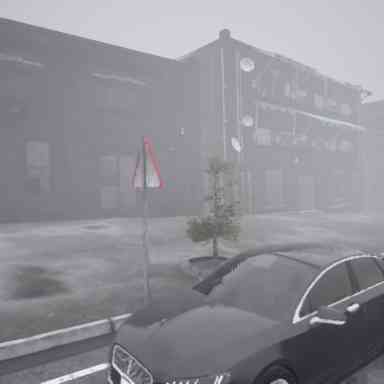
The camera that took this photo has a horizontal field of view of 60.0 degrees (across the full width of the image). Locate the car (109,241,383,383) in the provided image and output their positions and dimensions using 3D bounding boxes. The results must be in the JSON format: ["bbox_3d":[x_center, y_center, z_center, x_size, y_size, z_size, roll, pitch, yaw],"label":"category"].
[{"bbox_3d":[1.335,1.512,4.476,4.892,1.490,1.837,0,0,-37],"label":"car"}]
